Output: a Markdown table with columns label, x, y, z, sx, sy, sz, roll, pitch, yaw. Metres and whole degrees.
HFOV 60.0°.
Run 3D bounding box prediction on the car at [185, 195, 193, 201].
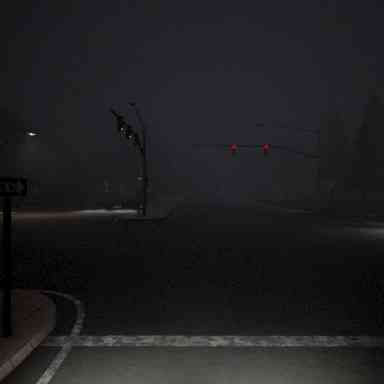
| label | x | y | z | sx | sy | sz | roll | pitch | yaw |
| --- | --- | --- | --- | --- | --- | --- | --- | --- | --- |
| car | -0.750 | 1.505 | 83.492 | 1.994 | 1.385 | 4.181 | 0 | 0 | -1 |

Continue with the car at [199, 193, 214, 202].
| label | x | y | z | sx | sy | sz | roll | pitch | yaw |
| --- | --- | --- | --- | --- | --- | --- | --- | --- | --- |
| car | 2.911 | 1.225 | 73.019 | 2.150 | 2.045 | 5.566 | 0 | 0 | -1 |

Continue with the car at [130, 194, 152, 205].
| label | x | y | z | sx | sy | sz | roll | pitch | yaw |
| --- | --- | --- | --- | --- | --- | --- | --- | --- | --- |
| car | -8.403 | 1.548 | 54.765 | 2.033 | 1.411 | 5.357 | 0 | 0 | -1 |

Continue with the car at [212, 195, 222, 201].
| label | x | y | z | sx | sy | sz | roll | pitch | yaw |
| --- | --- | --- | --- | --- | --- | --- | --- | --- | --- |
| car | 6.249 | 1.482 | 83.610 | 2.128 | 1.511 | 4.902 | 0 | 0 | -1 |

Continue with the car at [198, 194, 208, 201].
| label | x | y | z | sx | sy | sz | roll | pitch | yaw |
| --- | --- | --- | --- | --- | --- | --- | --- | --- | --- |
| car | 2.749 | 1.319 | 83.541 | 2.097 | 1.767 | 4.553 | 0 | 0 | -1 |

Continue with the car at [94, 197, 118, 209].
| label | x | y | z | sx | sy | sz | roll | pitch | yaw |
| --- | --- | --- | --- | --- | --- | --- | --- | --- | --- |
| car | -11.762 | 1.601 | 44.990 | 1.895 | 1.301 | 4.718 | 0 | 0 | -1 |

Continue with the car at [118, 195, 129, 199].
| label | x | y | z | sx | sy | sz | roll | pitch | yaw |
| --- | --- | --- | --- | --- | --- | --- | --- | --- | --- |
| car | -11.888 | 1.526 | 53.891 | 1.812 | 1.442 | 4.674 | 0 | 0 | -1 |

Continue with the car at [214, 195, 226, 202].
| label | x | y | z | sx | sy | sz | roll | pitch | yaw |
| --- | --- | --- | --- | --- | --- | --- | --- | --- | --- |
| car | 6.403 | 1.524 | 73.534 | 1.812 | 1.442 | 4.674 | 0 | 0 | -1 |

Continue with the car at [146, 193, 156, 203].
| label | x | y | z | sx | sy | sz | roll | pitch | yaw |
| --- | --- | --- | --- | --- | --- | --- | --- | --- | --- |
| car | -8.522 | 1.222 | 67.037 | 2.150 | 2.045 | 5.566 | 0 | 0 | 0 |

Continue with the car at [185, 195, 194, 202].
| label | x | y | z | sx | sy | sz | roll | pitch | yaw |
| --- | --- | --- | --- | --- | --- | --- | --- | --- | --- |
| car | -0.590 | 1.478 | 73.054 | 1.882 | 1.535 | 5.008 | 0 | 0 | -1 |

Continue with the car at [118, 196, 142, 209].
| label | x | y | z | sx | sy | sz | roll | pitch | yaw |
| --- | --- | --- | --- | --- | --- | --- | --- | --- | --- |
| car | -8.263 | 1.601 | 45.120 | 1.895 | 1.301 | 4.718 | 0 | 0 | -1 |
